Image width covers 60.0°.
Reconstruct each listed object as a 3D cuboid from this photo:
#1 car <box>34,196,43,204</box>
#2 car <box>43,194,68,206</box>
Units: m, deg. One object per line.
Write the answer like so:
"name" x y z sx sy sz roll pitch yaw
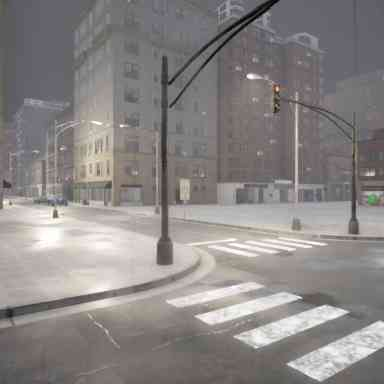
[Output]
"car" -25.417 1.287 56.319 1.994 1.385 4.181 0 0 -36
"car" -19.624 1.119 48.205 2.097 1.767 4.553 0 0 -36
